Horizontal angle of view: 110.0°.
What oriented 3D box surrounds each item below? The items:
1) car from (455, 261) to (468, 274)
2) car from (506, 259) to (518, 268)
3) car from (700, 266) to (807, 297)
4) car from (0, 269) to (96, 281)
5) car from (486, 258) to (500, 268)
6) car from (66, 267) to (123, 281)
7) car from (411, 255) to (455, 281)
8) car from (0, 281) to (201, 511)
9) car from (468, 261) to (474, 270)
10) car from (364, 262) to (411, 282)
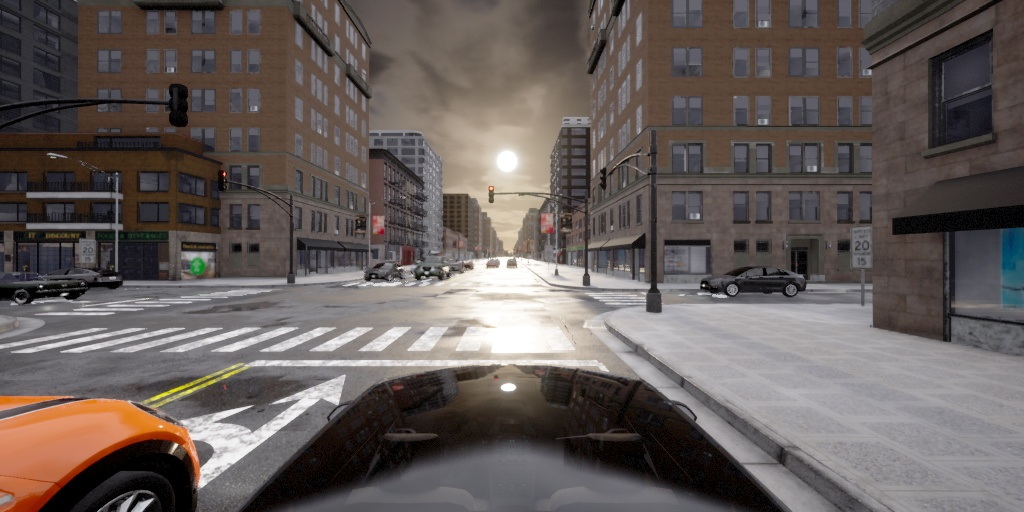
[{"bbox_3d":[-6.678,1.311,41.562,1.994,1.385,4.181,0,0,0],"label":"car"},{"bbox_3d":[-0.021,1.245,63.086,1.837,1.490,4.892,0,0,0],"label":"car"},{"bbox_3d":[12.424,1.294,18.639,4.892,1.490,1.837,0,0,1],"label":"car"},{"bbox_3d":[-21.516,1.345,15.462,4.718,1.301,1.895,0,0,0],"label":"car"},{"bbox_3d":[-3.369,1.304,61.948,1.994,1.385,4.181,0,0,0],"label":"car"},{"bbox_3d":[-25.411,1.330,20.955,4.313,1.339,1.948,0,0,0],"label":"car"},{"bbox_3d":[-6.650,0.969,30.631,2.150,2.045,5.566,0,0,0],"label":"car"},{"bbox_3d":[-3.237,1.102,0.601,2.097,1.767,4.553,0,0,0],"label":"car"},{"bbox_3d":[-6.691,1.344,52.738,1.895,1.301,4.718,0,0,0],"label":"car"},{"bbox_3d":[-9.996,1.255,28.571,1.837,1.490,4.892,0,0,3],"label":"car"}]
